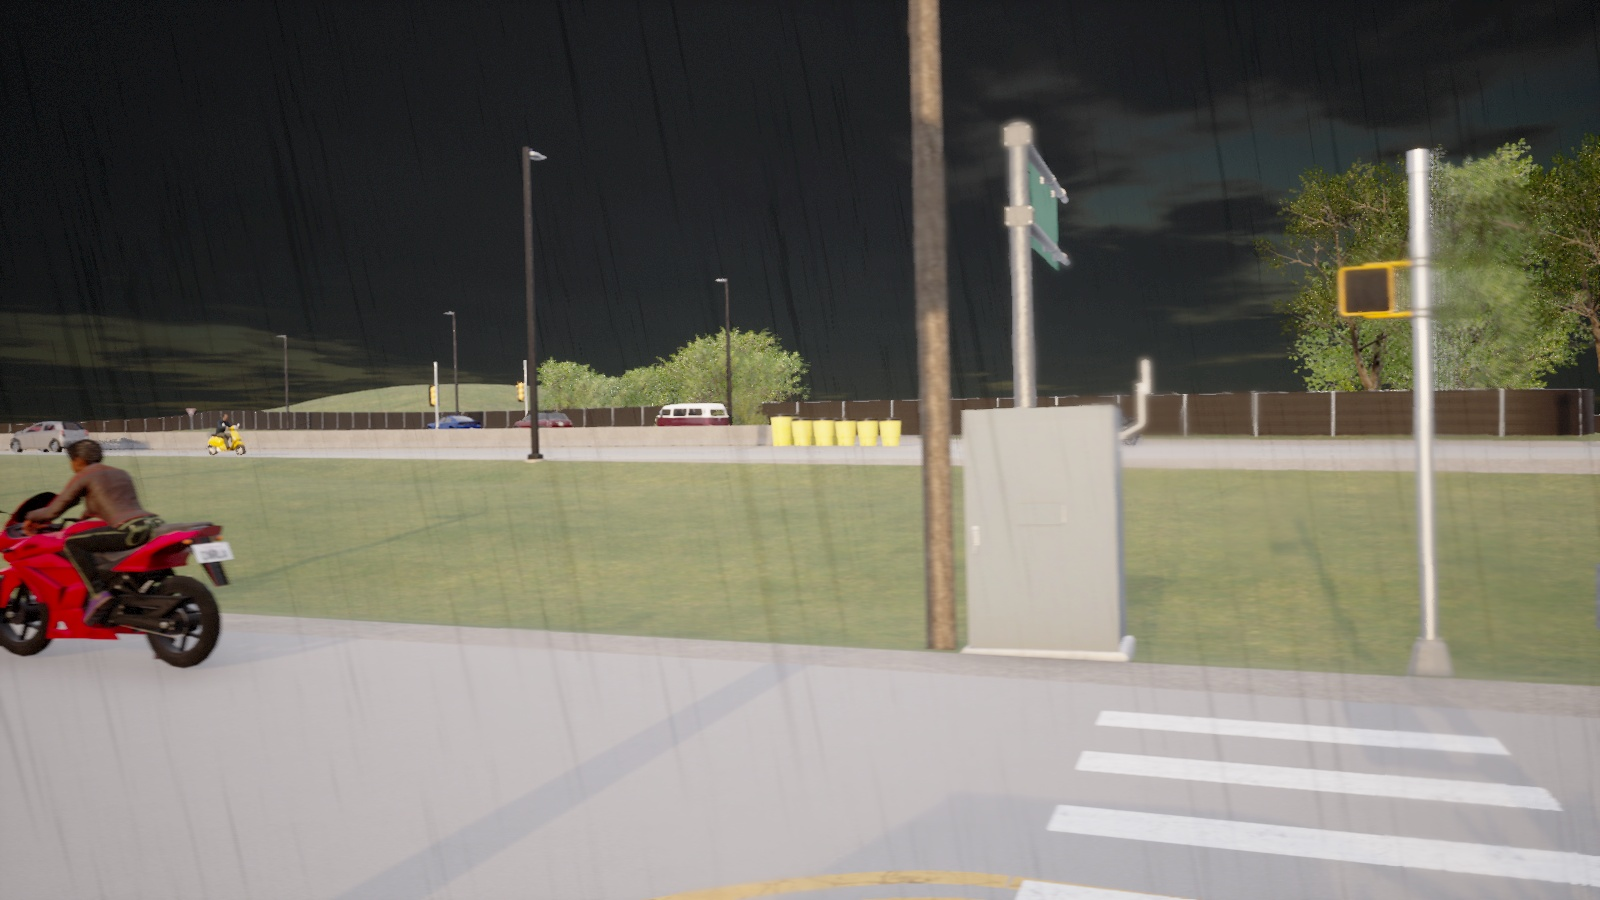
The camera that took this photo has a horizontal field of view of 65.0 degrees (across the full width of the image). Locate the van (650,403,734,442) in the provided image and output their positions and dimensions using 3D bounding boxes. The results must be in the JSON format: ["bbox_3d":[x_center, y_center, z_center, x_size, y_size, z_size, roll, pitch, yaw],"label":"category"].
[{"bbox_3d":[-5.874,-1.525,67.827,4.480,2.038,2.069,2,3,44],"label":"van"}]

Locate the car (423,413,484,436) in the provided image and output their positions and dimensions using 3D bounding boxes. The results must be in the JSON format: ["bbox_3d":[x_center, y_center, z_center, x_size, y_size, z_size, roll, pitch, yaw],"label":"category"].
[{"bbox_3d":[-23.911,-1.794,86.441,1.882,1.535,5.008,-2,2,-44],"label":"car"}]

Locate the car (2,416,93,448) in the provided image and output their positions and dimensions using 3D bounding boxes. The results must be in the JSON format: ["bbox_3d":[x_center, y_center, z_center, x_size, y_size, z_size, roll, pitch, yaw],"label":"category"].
[{"bbox_3d":[-35.973,-0.848,60.029,3.633,1.501,1.845,0,1,19],"label":"car"}]

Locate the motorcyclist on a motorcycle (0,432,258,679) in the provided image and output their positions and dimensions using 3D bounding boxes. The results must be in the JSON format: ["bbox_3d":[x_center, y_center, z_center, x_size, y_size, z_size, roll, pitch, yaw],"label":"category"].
[{"bbox_3d":[-4.787,0.648,8.497,2.044,1.523,0.797,1,1,19],"label":"motorcyclist on a motorcycle"}]

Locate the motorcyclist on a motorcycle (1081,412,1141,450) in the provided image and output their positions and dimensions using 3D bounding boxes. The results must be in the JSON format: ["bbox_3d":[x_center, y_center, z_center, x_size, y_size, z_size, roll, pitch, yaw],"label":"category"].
[{"bbox_3d":[12.767,-0.785,51.571,2.191,1.530,0.866,1,2,39],"label":"motorcyclist on a motorcycle"}]

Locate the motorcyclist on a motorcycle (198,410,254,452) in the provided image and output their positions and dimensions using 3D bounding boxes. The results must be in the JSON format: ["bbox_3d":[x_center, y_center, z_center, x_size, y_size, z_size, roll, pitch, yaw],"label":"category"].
[{"bbox_3d":[-21.779,-0.727,47.643,1.817,1.590,0.866,0,1,19],"label":"motorcyclist on a motorcycle"}]

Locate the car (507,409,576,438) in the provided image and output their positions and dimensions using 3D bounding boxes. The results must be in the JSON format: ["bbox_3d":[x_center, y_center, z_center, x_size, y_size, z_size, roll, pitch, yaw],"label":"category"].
[{"bbox_3d":[-16.165,-1.687,78.355,2.097,1.767,4.553,-2,2,-44],"label":"car"}]
